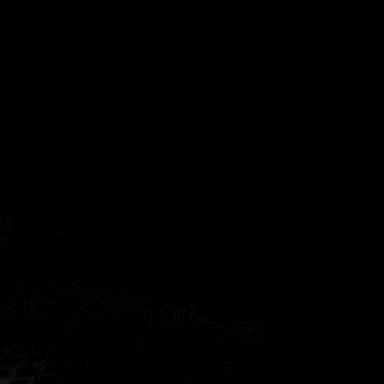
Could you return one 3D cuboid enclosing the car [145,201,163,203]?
[{"bbox_3d":[-5.612,1.947,47.362,2.033,1.411,5.357,0,0,36],"label":"car"}]
